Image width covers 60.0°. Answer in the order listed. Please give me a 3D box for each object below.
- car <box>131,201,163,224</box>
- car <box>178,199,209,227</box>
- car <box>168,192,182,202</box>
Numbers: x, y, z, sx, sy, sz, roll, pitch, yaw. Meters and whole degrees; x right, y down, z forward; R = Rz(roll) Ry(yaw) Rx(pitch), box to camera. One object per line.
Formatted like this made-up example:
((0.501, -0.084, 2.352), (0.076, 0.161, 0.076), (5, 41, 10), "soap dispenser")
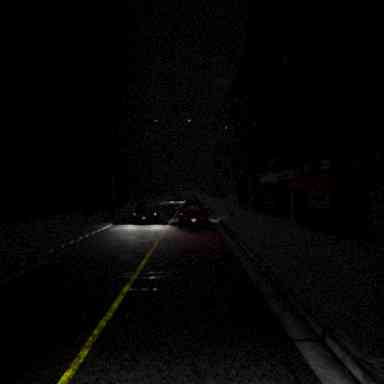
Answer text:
((-3.097, 1.390, 23.691), (1.812, 1.442, 4.674), (0, 0, 0), "car")
((0.103, 1.404, 21.287), (1.812, 1.442, 4.674), (0, 0, 0), "car")
((-3.004, 0.992, 65.422), (2.097, 1.767, 4.553), (0, 0, 0), "car")
